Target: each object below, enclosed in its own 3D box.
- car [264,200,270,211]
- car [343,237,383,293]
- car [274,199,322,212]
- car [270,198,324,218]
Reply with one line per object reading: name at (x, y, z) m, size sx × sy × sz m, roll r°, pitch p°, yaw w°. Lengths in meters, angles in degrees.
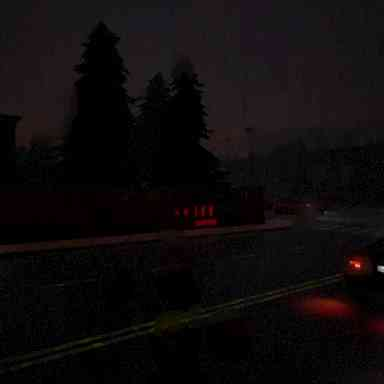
car at (7.904, 1.492, 39.927) m, size 2.128 × 1.511 × 4.902 m, roll 0°, pitch 0°, yaw -35°
car at (5.770, 1.547, 7.888) m, size 5.357 × 1.411 × 2.033 m, roll 0°, pitch 0°, yaw -35°
car at (12.488, 1.547, 39.501) m, size 2.033 × 1.411 × 5.357 m, roll 0°, pitch 0°, yaw -35°
car at (9.844, 1.352, 30.655) m, size 2.097 × 1.767 × 4.553 m, roll 0°, pitch 0°, yaw -32°
